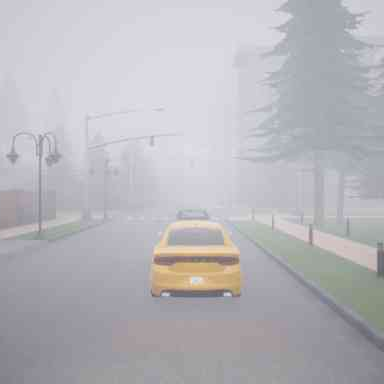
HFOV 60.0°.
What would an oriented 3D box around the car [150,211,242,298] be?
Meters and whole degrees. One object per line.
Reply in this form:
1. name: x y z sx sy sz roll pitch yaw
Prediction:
1. car: 0.082 1.478 8.596 1.882 1.535 5.008 0 0 0
